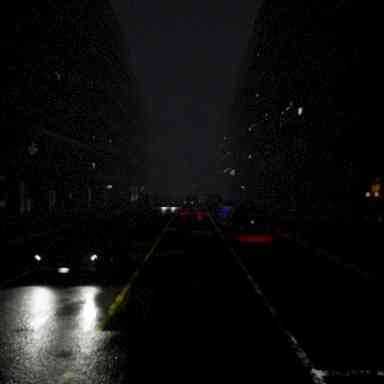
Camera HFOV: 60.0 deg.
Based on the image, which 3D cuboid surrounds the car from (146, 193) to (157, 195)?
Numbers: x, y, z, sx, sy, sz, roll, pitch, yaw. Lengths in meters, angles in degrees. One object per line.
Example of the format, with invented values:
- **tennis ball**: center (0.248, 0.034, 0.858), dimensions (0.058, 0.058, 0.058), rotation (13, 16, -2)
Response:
- **car**: center (-5.735, 1.077, 46.542), dimensions (2.192, 1.841, 5.009), rotation (-1, 0, 0)

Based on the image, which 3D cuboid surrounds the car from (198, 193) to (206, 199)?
- **car**: center (2.625, 1.082, 86.260), dimensions (2.008, 1.369, 4.403), rotation (-1, 0, 0)

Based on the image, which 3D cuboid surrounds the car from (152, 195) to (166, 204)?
- **car**: center (-5.738, 1.243, 57.873), dimensions (1.887, 1.381, 4.507), rotation (-1, 0, 0)

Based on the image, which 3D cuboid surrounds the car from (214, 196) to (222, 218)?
- **car**: center (3.123, 1.343, 26.716), dimensions (1.882, 1.535, 5.008), rotation (0, 0, 0)

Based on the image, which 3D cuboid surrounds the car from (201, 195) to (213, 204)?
- **car**: center (2.609, 1.243, 57.938), dimensions (1.887, 1.381, 4.507), rotation (-1, 0, 0)

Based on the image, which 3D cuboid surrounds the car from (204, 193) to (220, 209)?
- **car**: center (2.615, 1.107, 40.942), dimensions (2.192, 1.841, 5.009), rotation (-1, 0, 0)

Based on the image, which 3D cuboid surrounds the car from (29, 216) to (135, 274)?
- **car**: center (-3.095, 1.494, 10.694), dimensions (2.033, 1.411, 5.357), rotation (0, 0, 0)

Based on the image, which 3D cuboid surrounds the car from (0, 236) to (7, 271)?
- **car**: center (-5.708, 1.510, 6.893), dimensions (1.887, 1.381, 4.507), rotation (-1, 0, 0)

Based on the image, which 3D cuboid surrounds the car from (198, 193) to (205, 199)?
- **car**: center (2.622, 1.078, 91.924), dimensions (1.802, 1.307, 4.206), rotation (-1, 0, 0)

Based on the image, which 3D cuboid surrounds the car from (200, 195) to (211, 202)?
- **car**: center (2.611, 1.231, 63.602), dimensions (1.947, 1.339, 4.313), rotation (-1, 0, 0)

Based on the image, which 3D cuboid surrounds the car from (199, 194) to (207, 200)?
- **car**: center (2.630, 1.131, 80.594), dimensions (1.947, 1.339, 4.313), rotation (-1, 0, 0)

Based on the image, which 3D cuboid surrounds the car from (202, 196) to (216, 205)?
- **car**: center (2.613, 1.296, 52.273), dimensions (1.947, 1.339, 4.313), rotation (-1, 0, 0)

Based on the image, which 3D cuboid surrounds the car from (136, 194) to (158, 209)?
- **car**: center (-5.728, 1.337, 40.880), dimensions (1.887, 1.381, 4.507), rotation (-1, 0, 0)

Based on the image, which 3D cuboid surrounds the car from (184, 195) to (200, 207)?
- **car**: center (-0.017, 1.248, 47.626), dimensions (2.128, 1.511, 4.902), rotation (0, 0, 0)

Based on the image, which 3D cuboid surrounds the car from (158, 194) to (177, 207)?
- **car**: center (-3.118, 1.311, 46.169), dimensions (2.033, 1.411, 5.357), rotation (0, 0, 0)

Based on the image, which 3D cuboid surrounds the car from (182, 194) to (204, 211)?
- **car**: center (0.012, 1.162, 37.536), dimensions (2.097, 1.767, 4.553), rotation (0, 0, 0)

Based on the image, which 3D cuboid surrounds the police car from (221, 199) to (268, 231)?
- **police car**: center (3.121, 1.325, 19.825), dimensions (1.930, 1.638, 5.238), rotation (0, 0, 0)

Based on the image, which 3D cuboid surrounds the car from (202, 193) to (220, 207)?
- **car**: center (2.611, 1.076, 46.608), dimensions (2.192, 1.841, 5.009), rotation (-1, 0, 0)
